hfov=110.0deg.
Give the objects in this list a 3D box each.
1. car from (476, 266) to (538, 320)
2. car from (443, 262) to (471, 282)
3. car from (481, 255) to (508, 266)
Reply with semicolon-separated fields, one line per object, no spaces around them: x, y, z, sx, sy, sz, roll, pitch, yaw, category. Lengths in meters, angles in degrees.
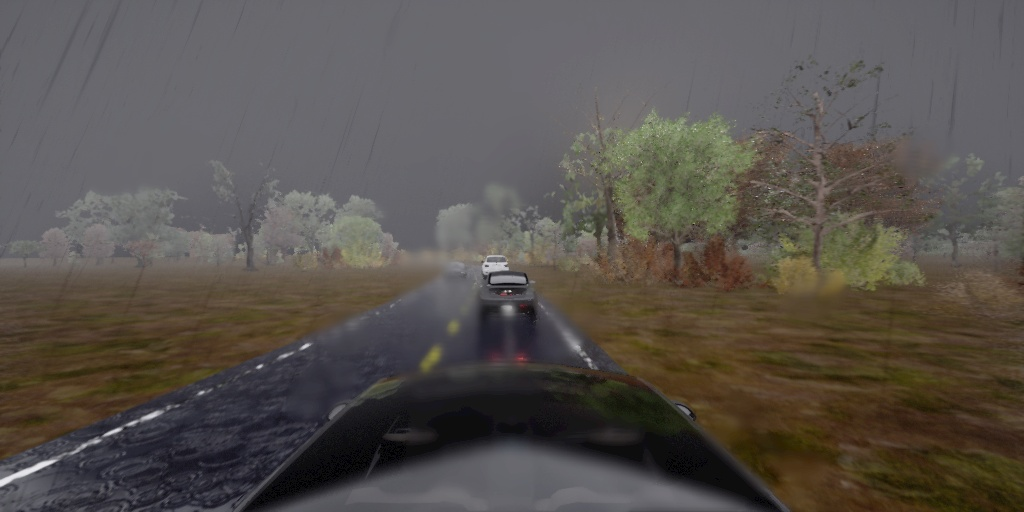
-0.176;1.255;12.556;1.837;1.490;4.892;0;0;-2;car
-4.505;1.263;29.716;1.837;1.490;4.892;0;0;-5;car
-1.545;0.974;32.057;2.150;2.045;5.566;0;0;-6;car
